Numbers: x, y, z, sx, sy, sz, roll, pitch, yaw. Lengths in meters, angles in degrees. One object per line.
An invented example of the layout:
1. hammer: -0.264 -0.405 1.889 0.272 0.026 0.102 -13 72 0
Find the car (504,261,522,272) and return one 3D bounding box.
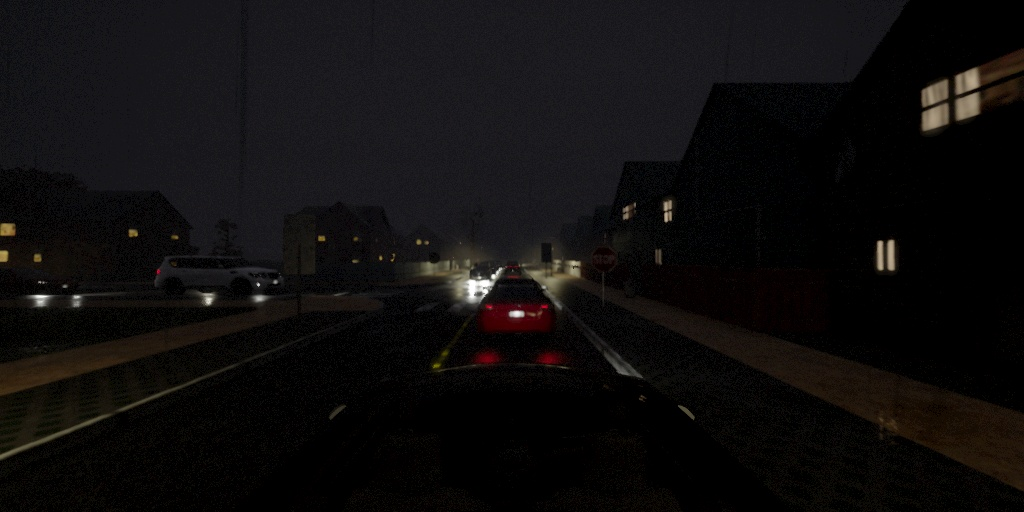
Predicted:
1. car: 0.100 1.348 42.095 1.837 1.490 4.892 0 0 0

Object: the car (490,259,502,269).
1. car: -2.790 1.404 64.118 1.837 1.490 4.892 0 0 1

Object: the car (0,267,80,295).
1. car: -25.310 1.289 18.427 4.674 1.442 1.812 0 -1 0

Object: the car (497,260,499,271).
1. car: -2.849 1.323 42.714 1.882 1.535 5.008 0 0 0

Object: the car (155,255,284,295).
1. car: -14.968 0.990 18.503 5.566 2.045 2.150 0 -1 -1

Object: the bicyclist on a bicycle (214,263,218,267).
1. bicyclist on a bicycle: -20.214 1.144 24.322 0.582 1.620 1.656 0 0 0

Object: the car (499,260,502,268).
1. car: -2.845 1.396 52.775 1.812 1.442 4.674 0 0 0

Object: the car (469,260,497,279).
1. car: -2.852 1.313 33.397 2.128 1.511 4.902 0 0 0

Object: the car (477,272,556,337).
1. car: 0.104 1.332 10.399 1.994 1.385 4.181 0 0 0
